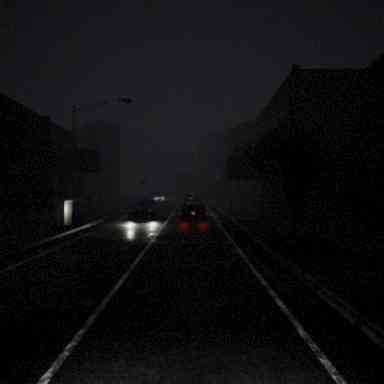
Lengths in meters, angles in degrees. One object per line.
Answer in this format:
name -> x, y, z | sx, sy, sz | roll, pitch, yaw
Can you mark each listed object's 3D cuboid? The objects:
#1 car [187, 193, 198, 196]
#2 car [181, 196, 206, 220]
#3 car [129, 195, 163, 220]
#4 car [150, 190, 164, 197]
car -> 0.065, 0.912, 42.512 | 2.128, 1.511, 4.902 | 0, 1, -1
car -> 0.104, 1.285, 25.762 | 1.812, 1.442, 4.674 | 0, 1, 0
car -> -3.594, 1.239, 25.617 | 1.882, 1.535, 5.008 | 0, 1, 0
car -> -7.063, 0.194, 66.698 | 1.895, 1.301, 4.718 | 1, 2, -21
